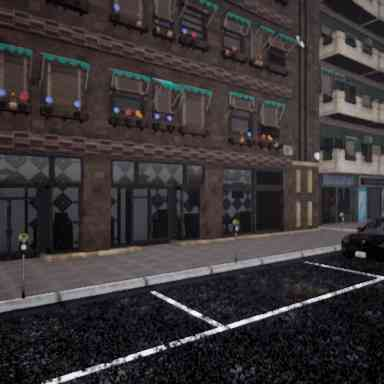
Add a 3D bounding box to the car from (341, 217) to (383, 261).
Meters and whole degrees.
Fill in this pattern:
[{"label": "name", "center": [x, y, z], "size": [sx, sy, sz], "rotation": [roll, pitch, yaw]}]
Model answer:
[{"label": "car", "center": [6.975, 1.555, 11.518], "size": [4.313, 1.339, 1.947], "rotation": [0, 0, -35]}]
